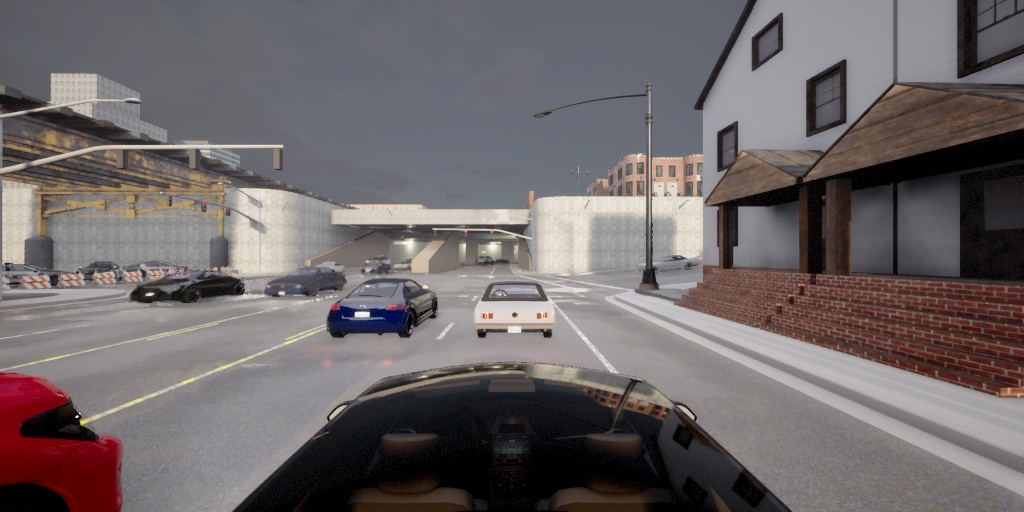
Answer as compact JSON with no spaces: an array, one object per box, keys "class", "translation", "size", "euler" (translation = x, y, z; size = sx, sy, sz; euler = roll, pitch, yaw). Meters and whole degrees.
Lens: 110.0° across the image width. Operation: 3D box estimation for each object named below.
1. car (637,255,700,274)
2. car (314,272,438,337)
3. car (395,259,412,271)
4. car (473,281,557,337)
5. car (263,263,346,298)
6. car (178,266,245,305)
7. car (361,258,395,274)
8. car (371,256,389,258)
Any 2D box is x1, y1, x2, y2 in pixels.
[{"class":"car","translation":[13.060,0.665,30.175],"size":[4.718,1.301,1.895],"euler":[-7,0,0]},{"class":"car","translation":[-3.429,1.314,10.243],"size":[1.994,1.385,4.181],"euler":[0,0,0]},{"class":"car","translation":[-14.935,1.351,50.129],"size":[1.895,1.301,4.718],"euler":[0,0,-1]},{"class":"car","translation":[0.072,1.351,10.197],"size":[1.895,1.301,4.718],"euler":[0,0,0]},{"class":"car","translation":[-10.532,1.298,18.886],"size":[2.033,1.411,5.357],"euler":[0,0,-2]},{"class":"car","translation":[-14.177,1.314,15.995],"size":[1.994,1.385,4.181],"euler":[0,0,-1]},{"class":"car","translation":[-14.512,1.242,38.164],"size":[2.128,1.511,4.902],"euler":[0,0,-4]},{"class":"car","translation":[-18.420,0.972,49.472],"size":[2.150,2.045,5.566],"euler":[0,0,-2]}]
